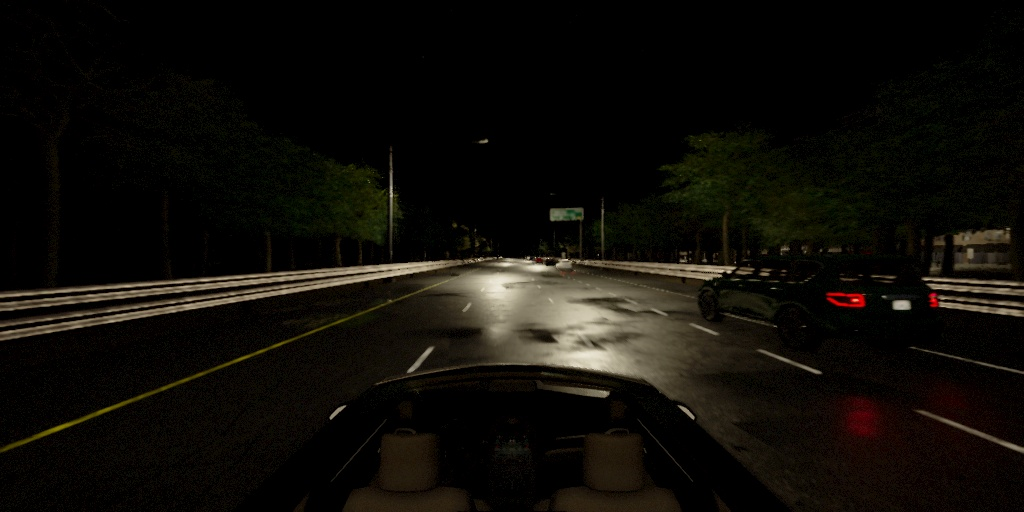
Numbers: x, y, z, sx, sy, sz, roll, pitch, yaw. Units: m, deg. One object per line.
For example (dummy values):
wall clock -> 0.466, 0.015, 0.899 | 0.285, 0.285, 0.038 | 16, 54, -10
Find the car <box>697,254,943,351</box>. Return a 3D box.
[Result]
car -> 7.000, 0.980, 9.123 | 2.150, 2.045, 5.566 | 0, 0, 0

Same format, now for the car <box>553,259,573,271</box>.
car -> 7.104, 1.282, 49.101 | 1.812, 1.442, 4.674 | 0, 0, 0
